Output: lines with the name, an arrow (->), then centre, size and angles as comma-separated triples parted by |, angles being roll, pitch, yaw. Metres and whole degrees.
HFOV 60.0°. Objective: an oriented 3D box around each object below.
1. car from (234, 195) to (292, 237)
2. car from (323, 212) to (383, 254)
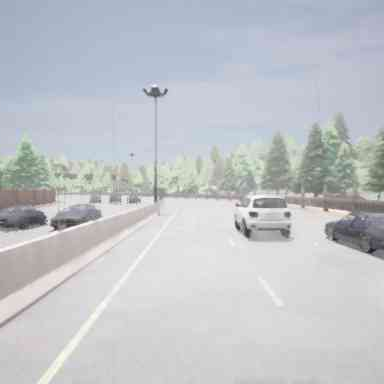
car -> 3.604, 1.177, 17.712 | 2.150, 2.045, 5.566 | 0, 0, 0
car -> 7.104, 1.513, 13.257 | 2.033, 1.411, 5.357 | 0, 0, 0
